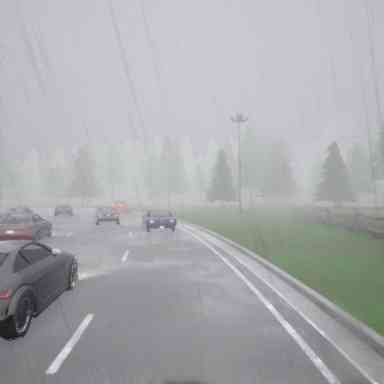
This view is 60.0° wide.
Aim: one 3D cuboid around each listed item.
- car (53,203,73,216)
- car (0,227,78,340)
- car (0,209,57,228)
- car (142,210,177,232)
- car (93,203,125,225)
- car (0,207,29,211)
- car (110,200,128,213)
[{"bbox_3d":[-14.958,1.978,38.522,2.128,1.511,4.902,0,-1,-24],"label":"car"},{"bbox_3d":[-3.724,1.655,6.648,1.994,1.385,4.181,0,-1,-4],"label":"car"},{"bbox_3d":[-8.493,1.788,16.891,1.994,1.385,4.181,0,-1,-10],"label":"car"},{"bbox_3d":[-2.328,1.850,22.302,1.895,1.301,4.718,0,-1,-13],"label":"car"},{"bbox_3d":[-7.143,1.879,27.711,2.033,1.411,5.357,0,-1,-18],"label":"car"},{"bbox_3d":[-14.478,1.919,27.855,2.033,1.411,5.357,0,-1,-19],"label":"car"},{"bbox_3d":[-10.020,1.876,44.242,2.097,1.767,4.553,0,0,-27],"label":"car"}]
